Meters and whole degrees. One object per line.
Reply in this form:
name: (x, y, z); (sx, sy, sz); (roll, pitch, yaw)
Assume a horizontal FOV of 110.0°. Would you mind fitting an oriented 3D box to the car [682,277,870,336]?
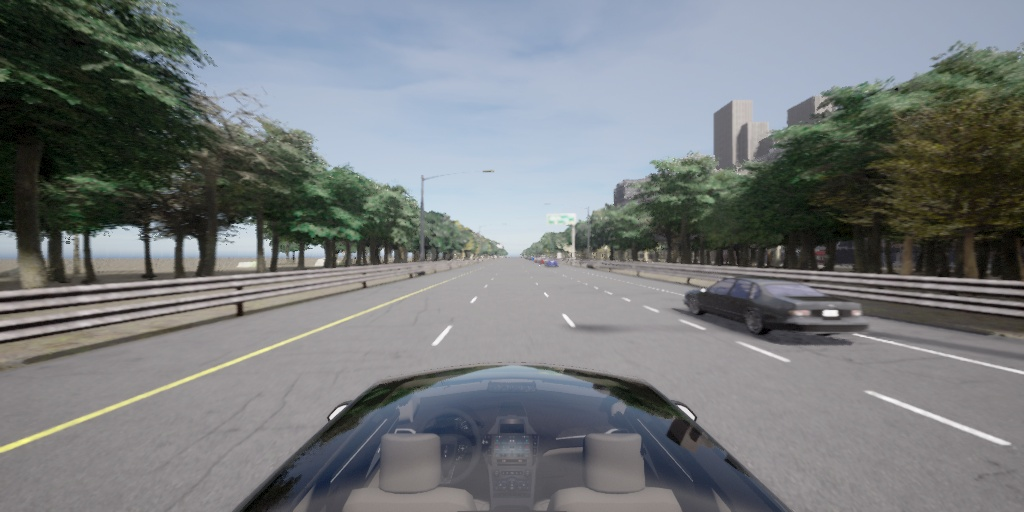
car: (7.003, 1.302, 10.397); (2.033, 1.411, 5.357); (0, 0, 0)
